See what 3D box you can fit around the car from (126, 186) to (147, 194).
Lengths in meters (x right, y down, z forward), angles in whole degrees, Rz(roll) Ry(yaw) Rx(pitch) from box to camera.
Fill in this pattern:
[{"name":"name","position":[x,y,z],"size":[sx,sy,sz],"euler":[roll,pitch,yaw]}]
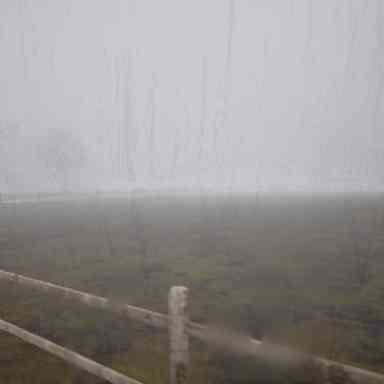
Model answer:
[{"name":"car","position":[-11.331,-0.420,67.952],"size":[2.128,1.511,4.902],"euler":[0,1,35]}]
